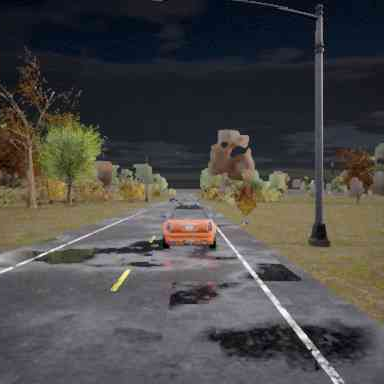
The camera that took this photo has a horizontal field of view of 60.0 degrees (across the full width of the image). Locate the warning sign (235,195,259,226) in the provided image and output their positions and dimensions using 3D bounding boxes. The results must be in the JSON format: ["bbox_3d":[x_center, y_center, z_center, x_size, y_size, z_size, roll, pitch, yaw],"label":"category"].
[{"bbox_3d":[3.374,1.112,20.588,1.300,1.860,1.060,0,0,-1],"label":"warning sign"}]

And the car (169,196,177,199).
[{"bbox_3d":[-4.241,1.533,75.955,2.033,1.411,5.357,0,0,-1],"label":"car"}]

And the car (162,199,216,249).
[{"bbox_3d":[-0.120,1.365,14.664,2.097,1.767,4.553,0,0,-1],"label":"car"}]
